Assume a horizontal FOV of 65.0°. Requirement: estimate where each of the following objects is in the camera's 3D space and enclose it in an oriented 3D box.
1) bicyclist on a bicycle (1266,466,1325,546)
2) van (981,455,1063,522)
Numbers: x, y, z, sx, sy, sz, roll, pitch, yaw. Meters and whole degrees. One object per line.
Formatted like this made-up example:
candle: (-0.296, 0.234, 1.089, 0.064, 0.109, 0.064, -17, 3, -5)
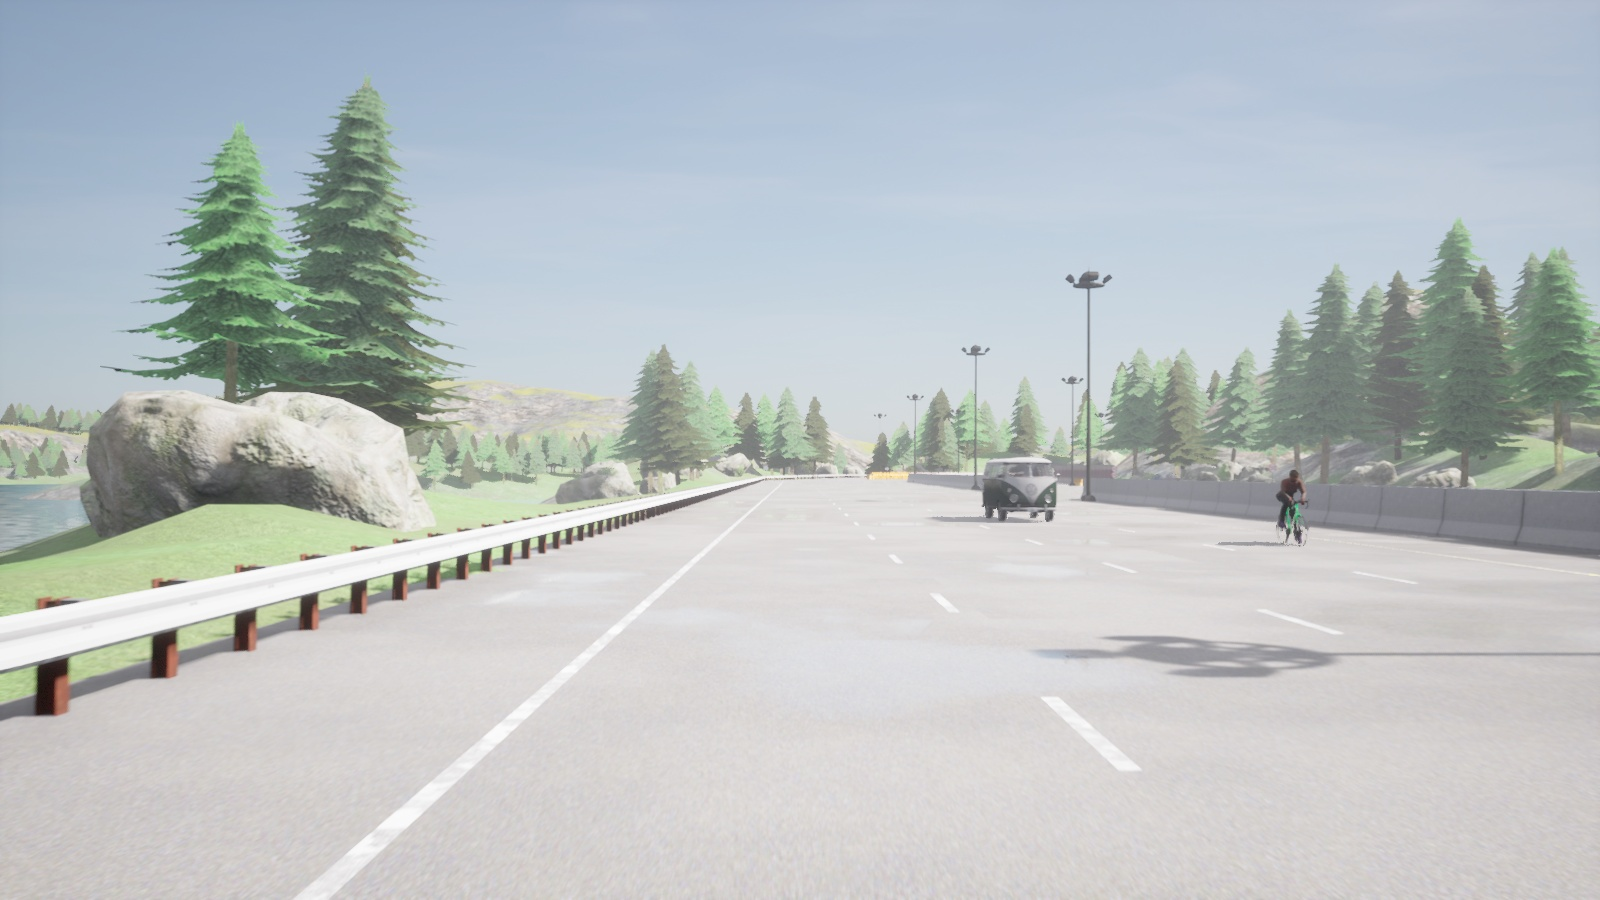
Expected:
bicyclist on a bicycle: (10.438, 1.151, 26.520, 0.582, 1.620, 1.656, 0, -1, 0)
van: (6.908, 1.173, 39.466, 1.775, 1.987, 4.442, 0, -1, 0)
